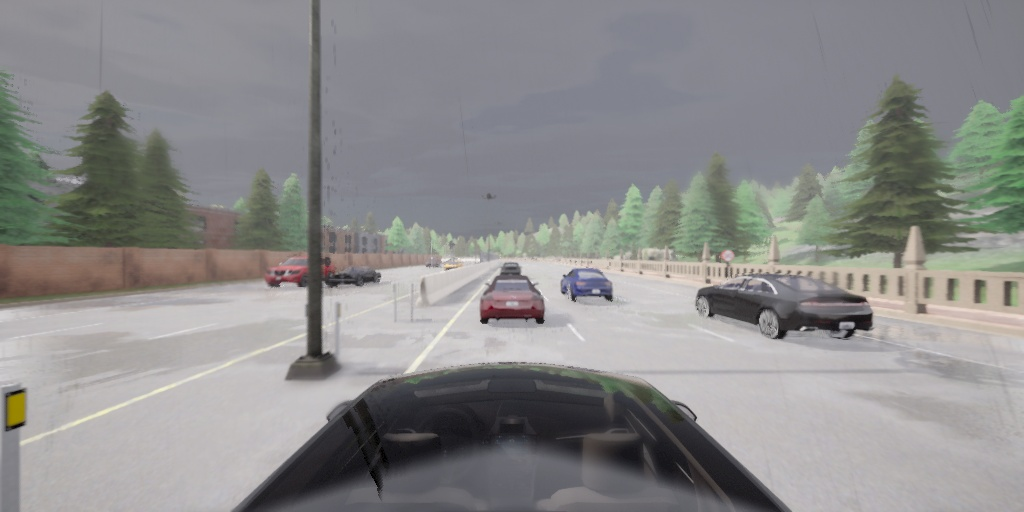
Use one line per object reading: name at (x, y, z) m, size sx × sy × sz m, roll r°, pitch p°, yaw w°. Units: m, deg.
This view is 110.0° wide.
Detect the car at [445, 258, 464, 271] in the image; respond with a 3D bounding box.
car at (-7.296, 1.305, 45.397) m, size 1.882 × 1.535 × 5.008 m, roll 0°, pitch 0°, yaw 0°

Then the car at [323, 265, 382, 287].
car at (-10.756, 1.404, 24.879) m, size 1.895 × 1.301 × 4.718 m, roll 0°, pitch 0°, yaw 0°

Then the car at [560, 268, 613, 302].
car at (3.468, 1.292, 17.115) m, size 1.812 × 1.442 × 4.674 m, roll 0°, pitch 0°, yaw 0°

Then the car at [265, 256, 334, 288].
car at (-14.255, 1.034, 24.655) m, size 2.150 × 2.045 × 5.566 m, roll 0°, pitch -1°, yaw 0°

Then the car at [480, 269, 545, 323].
car at (-0.002, 1.330, 12.228) m, size 1.994 × 1.385 × 4.181 m, roll 0°, pitch 0°, yaw 0°

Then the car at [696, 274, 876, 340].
car at (7.015, 1.243, 9.956) m, size 2.128 × 1.511 × 4.902 m, roll 0°, pitch 0°, yaw -1°

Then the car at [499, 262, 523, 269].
car at (-0.079, 1.302, 32.502) m, size 1.837 × 1.490 × 4.892 m, roll 0°, pitch 0°, yaw 0°
